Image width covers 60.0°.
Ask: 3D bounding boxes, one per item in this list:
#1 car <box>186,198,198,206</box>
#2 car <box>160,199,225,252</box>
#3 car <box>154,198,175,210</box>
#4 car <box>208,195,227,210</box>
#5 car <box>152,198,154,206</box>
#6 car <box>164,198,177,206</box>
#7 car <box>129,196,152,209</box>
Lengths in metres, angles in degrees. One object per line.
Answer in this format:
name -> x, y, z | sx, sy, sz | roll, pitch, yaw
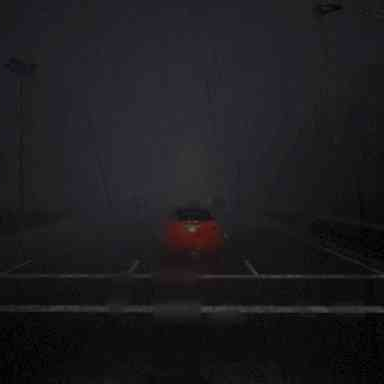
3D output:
car -> 0.009, 1.592, 54.193 | 1.895, 1.301, 4.718 | 0, 0, 0
car -> 0.002, 1.350, 13.922 | 2.097, 1.767, 4.553 | 0, 0, 0
car -> -3.493, 1.470, 43.747 | 1.882, 1.535, 5.008 | 0, 0, 0
car -> 3.507, 1.470, 43.745 | 1.882, 1.535, 5.008 | 0, 0, 0
car -> -6.991, 1.555, 54.165 | 1.994, 1.385, 4.181 | 0, 0, 0
car -> -3.491, 1.592, 54.194 | 1.895, 1.301, 4.718 | 0, 0, 0
car -> -6.993, 1.345, 44.101 | 2.097, 1.767, 4.553 | 0, 0, 0
